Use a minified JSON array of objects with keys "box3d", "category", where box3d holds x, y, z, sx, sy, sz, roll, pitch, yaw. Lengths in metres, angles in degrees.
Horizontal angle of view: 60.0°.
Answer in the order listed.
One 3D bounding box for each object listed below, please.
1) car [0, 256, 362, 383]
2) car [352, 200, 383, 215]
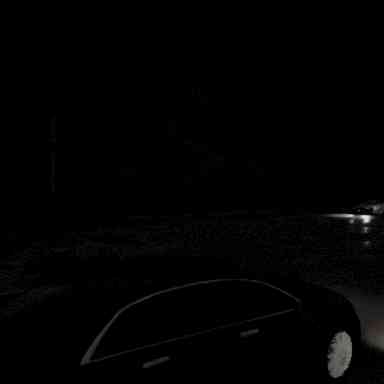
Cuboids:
[{"box3d":[-0.004,1.508,3.745,4.892,1.490,1.837,0,0,-36],"category":"car"},{"box3d":[18.441,1.565,34.340,4.674,1.442,1.812,0,0,-36],"category":"car"}]
